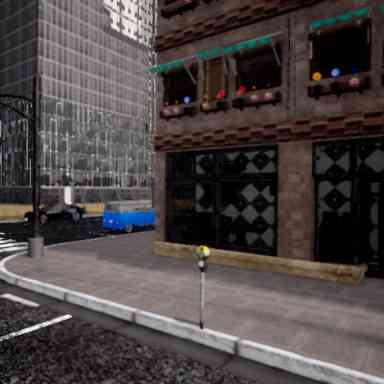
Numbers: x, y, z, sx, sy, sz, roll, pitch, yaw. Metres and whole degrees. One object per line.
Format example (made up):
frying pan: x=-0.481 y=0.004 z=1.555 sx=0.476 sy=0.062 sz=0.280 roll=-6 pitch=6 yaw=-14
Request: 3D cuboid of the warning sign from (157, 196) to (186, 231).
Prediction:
warning sign: x=-1.183 y=1.205 z=19.191 sx=1.300 sy=1.860 sz=1.060 roll=1 pitch=0 yaw=35

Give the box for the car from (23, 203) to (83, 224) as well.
car: x=-10.296 y=1.521 z=24.944 sx=1.947 sy=1.339 sz=4.313 roll=1 pitch=1 yaw=35

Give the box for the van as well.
van: x=-3.464 y=1.402 z=20.085 sx=1.690 sy=1.788 sz=3.998 roll=1 pitch=1 yaw=35
